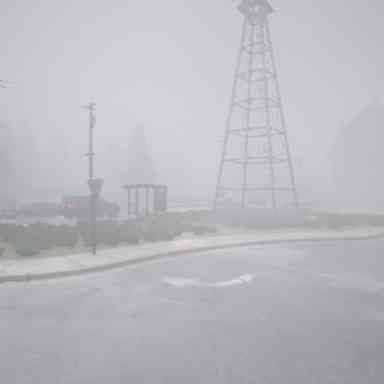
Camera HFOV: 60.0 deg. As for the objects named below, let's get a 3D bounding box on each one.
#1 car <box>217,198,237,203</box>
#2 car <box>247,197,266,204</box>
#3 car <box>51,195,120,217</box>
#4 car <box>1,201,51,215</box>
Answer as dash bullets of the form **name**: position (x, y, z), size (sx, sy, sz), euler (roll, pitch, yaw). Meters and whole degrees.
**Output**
- **car**: position (4.840, 1.589, 47.690), size (1.812, 1.442, 4.674), euler (0, 0, 36)
- **car**: position (10.949, 1.589, 56.233), size (1.812, 1.442, 4.674), euler (0, 0, 36)
- **car**: position (-8.812, 1.287, 28.837), size (2.150, 2.045, 5.566), euler (0, 0, 36)
- **car**: position (-13.595, 1.580, 28.332), size (1.837, 1.490, 4.892), euler (0, 0, 36)
